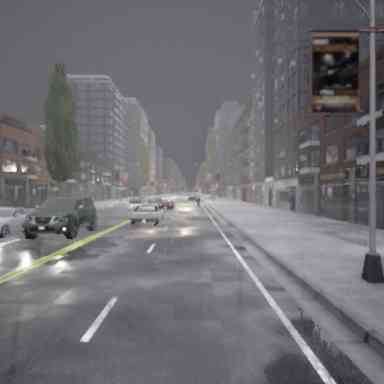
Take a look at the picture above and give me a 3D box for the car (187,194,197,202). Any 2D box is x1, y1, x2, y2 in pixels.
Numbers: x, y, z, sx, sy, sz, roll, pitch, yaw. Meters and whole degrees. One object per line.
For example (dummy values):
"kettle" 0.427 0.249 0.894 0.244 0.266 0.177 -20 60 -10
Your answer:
"car" 0.015 1.358 74.661 1.882 1.535 5.008 0 0 0

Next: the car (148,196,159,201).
"car" -6.519 1.409 58.408 2.128 1.511 4.902 0 0 1

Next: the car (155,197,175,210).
"car" -3.140 1.548 41.829 1.895 1.301 4.718 0 0 0

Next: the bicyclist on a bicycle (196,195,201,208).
"bicyclist on a bicycle" 0.904 1.397 43.778 0.582 1.620 1.656 0 0 0

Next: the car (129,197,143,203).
"car" -9.770 1.480 58.345 1.994 1.385 4.181 0 0 1

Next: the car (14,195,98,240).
"car" -6.596 1.206 17.360 2.150 2.045 5.566 0 0 0

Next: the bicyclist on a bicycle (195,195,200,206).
"bicyclist on a bicycle" 0.916 1.362 53.746 0.866 1.612 1.509 0 0 0

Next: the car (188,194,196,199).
"car" 0.018 1.262 91.427 2.033 1.411 5.357 0 0 0

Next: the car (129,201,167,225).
"car" -3.146 1.578 23.980 1.895 1.301 4.718 0 0 0

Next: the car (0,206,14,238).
"car" -9.844 1.511 17.583 1.812 1.442 4.674 0 0 0
